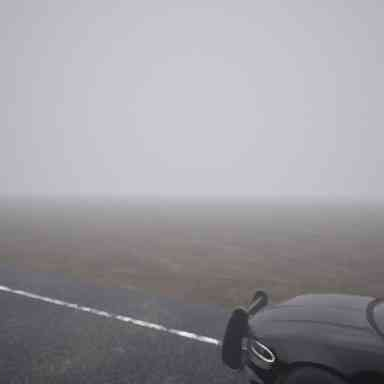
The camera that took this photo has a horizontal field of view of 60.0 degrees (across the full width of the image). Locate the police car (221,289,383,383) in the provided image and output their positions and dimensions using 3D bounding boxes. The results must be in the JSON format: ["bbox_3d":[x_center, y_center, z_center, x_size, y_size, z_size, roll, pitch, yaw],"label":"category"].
[{"bbox_3d":[2.863,1.529,3.011,5.238,1.638,1.930,1,0,28],"label":"police car"}]
